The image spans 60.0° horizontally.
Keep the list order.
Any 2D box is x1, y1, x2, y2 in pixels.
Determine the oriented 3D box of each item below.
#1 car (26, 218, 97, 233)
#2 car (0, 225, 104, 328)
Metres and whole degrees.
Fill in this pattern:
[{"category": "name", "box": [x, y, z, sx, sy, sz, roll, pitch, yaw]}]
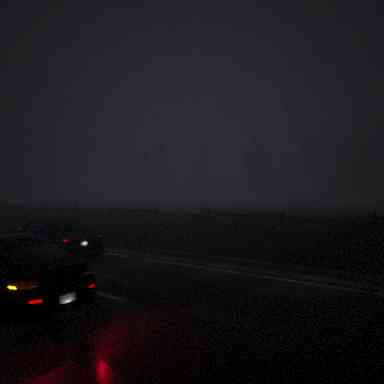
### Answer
[{"category": "car", "box": [-5.106, 1.649, 11.932, 4.181, 1.385, 1.994, 0, 0, 35]}, {"category": "car", "box": [-3.908, 1.580, 6.781, 4.674, 1.442, 1.812, 0, 0, 36]}]
